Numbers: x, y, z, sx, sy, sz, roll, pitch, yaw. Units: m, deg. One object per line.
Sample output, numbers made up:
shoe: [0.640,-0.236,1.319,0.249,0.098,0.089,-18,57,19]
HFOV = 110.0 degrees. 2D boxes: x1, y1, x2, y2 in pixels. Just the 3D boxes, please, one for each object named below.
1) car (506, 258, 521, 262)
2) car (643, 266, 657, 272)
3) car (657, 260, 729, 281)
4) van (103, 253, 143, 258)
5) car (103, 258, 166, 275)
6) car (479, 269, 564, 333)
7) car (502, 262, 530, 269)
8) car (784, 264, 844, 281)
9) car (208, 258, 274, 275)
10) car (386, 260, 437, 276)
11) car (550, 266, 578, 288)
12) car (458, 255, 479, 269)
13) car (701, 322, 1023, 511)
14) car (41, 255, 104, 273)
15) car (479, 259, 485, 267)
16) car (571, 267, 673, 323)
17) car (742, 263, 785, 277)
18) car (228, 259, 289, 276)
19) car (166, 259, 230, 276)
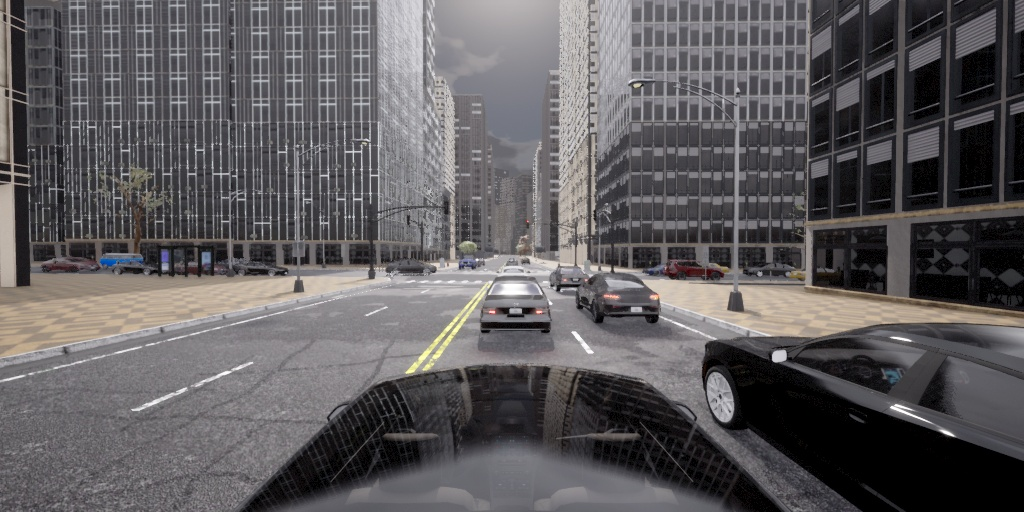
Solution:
car: [0.041,1.196,59.881,2.128,1.511,4.902,0,0,0]
car: [16.696,1.410,37.940,5.357,1.411,2.033,0,1,1]
car: [16.170,1.267,32.169,5.009,1.841,2.192,0,0,1]
van: [-45.319,0.603,41.615,3.998,1.789,1.690,0,0,1]
car: [-34.121,1.068,32.963,4.313,1.339,1.948,0,0,1]
car: [0.094,1.293,10.660,2.033,1.411,5.357,0,0,0]
car: [0.086,1.265,20.251,1.812,1.442,4.674,0,0,0]
car: [27.618,1.577,31.982,4.829,1.417,1.751,0,0,1]
car: [-26.708,1.018,35.450,4.902,1.511,2.128,0,1,1]
car: [-10.045,1.170,35.955,4.892,1.490,1.837,0,1,-9]
car: [3.337,1.286,21.341,2.033,1.411,5.357,0,0,0]
car: [-6.639,0.933,53.890,2.150,2.045,5.566,0,0,0]
car: [3.344,1.227,2.584,1.882,1.535,5.008,0,0,0]
car: [-44.104,0.893,35.812,4.674,1.442,1.812,0,1,2]
car: [-6.613,1.191,63.808,2.128,1.511,4.902,0,0,0]
car: [3.344,1.271,11.930,1.812,1.442,4.674,0,0,0]
car: [27.012,1.458,37.769,4.892,1.490,1.837,1,1,1]
car: [-22.756,1.172,32.666,4.313,1.339,1.948,0,0,1]
car: [-28.440,1.136,32.794,4.207,1.307,1.802,0,0,1]
